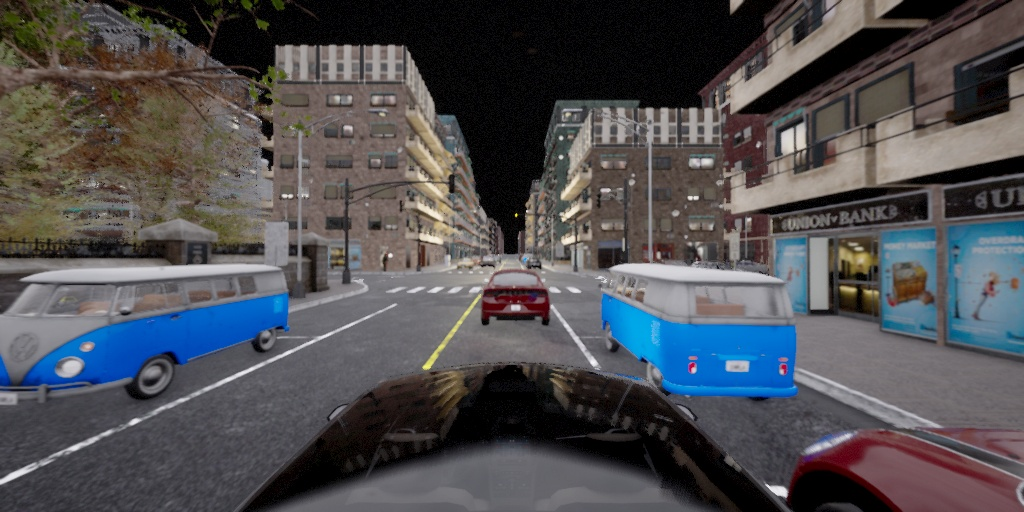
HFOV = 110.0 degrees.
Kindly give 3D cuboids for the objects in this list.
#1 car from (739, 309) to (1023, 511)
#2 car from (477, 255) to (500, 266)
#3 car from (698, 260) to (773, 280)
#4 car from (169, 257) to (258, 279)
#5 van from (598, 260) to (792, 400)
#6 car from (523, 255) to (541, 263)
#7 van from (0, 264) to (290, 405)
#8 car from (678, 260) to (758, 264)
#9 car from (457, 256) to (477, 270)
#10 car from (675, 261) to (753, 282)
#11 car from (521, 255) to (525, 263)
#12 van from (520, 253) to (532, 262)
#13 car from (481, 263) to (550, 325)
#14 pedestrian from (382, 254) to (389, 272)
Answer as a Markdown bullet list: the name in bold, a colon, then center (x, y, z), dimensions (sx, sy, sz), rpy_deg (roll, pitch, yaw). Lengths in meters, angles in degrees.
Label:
- **car**: center (2.660, 1.200, 0.576), dimensions (1.967, 1.591, 4.097), rpy_deg (0, 0, 0)
- **car**: center (-3.094, 0.869, 47.570), dimensions (2.033, 1.411, 5.357), rpy_deg (0, 1, 0)
- **car**: center (18.323, 1.120, 29.577), dimensions (4.902, 1.511, 2.128), rpy_deg (0, 0, 1)
- **car**: center (-22.220, 0.865, 26.850), dimensions (4.902, 1.511, 2.128), rpy_deg (0, 0, 1)
- **van**: center (2.657, 1.050, 6.099), dimensions (1.690, 1.789, 3.998), rpy_deg (0, 0, 0)
- **car**: center (2.685, 0.920, 44.044), dimensions (1.948, 1.339, 4.313), rpy_deg (0, 0, 0)
- **van**: center (-5.657, 1.050, 6.099), dimensions (1.690, 1.789, 3.998), rpy_deg (0, 0, 0)
- **car**: center (13.531, 1.119, 23.834), dimensions (4.313, 1.339, 1.948), rpy_deg (0, 0, 1)
- **car**: center (-5.695, 0.880, 43.872), dimensions (1.751, 1.417, 4.829), rpy_deg (0, 0, 0)
- **car**: center (14.820, 1.108, 26.460), dimensions (4.674, 1.442, 1.812), rpy_deg (0, -1, 1)
- **car**: center (2.684, 0.853, 49.686), dimensions (2.007, 1.370, 4.403), rpy_deg (0, 0, 0)
- **van**: center (2.683, 0.539, 60.970), dimensions (1.690, 1.789, 3.998), rpy_deg (0, 0, 0)
- **car**: center (0.096, 1.136, 11.455), dimensions (1.882, 1.535, 5.008), rpy_deg (0, 0, 0)
- **pedestrian**: center (-12.544, 0.641, 35.474), dimensions (0.375, 1.860, 0.375), rpy_deg (0, -1, 1)
